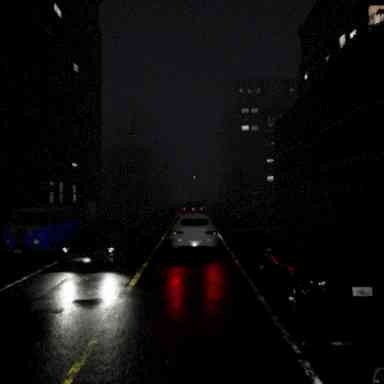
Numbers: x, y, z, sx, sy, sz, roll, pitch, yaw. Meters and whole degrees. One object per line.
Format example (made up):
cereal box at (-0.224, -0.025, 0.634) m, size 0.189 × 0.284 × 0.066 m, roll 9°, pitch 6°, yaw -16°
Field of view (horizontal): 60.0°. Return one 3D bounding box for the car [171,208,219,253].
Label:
car at (0.097, 1.638, 14.132) m, size 1.812 × 1.442 × 4.674 m, roll 0°, pitch 0°, yaw 0°

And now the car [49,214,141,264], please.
car at (-3.102, 1.646, 12.457) m, size 2.033 × 1.411 × 5.357 m, roll 0°, pitch 0°, yaw 0°

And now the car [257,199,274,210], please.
car at (13.465, 2.070, 55.711) m, size 5.009 × 1.841 × 2.192 m, roll 1°, pitch -2°, yaw -1°

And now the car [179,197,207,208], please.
car at (0.099, 1.612, 31.920) m, size 2.097 × 1.767 × 4.553 m, roll 0°, pitch 0°, yaw 0°

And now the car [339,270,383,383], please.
car at (2.694, 1.580, 1.662) m, size 1.947 × 1.339 × 4.313 m, roll 0°, pitch 0°, yaw 0°

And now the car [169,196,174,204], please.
car at (-5.688, 2.219, 79.124) m, size 1.752 × 1.417 × 4.829 m, roll 0°, pitch -1°, yaw 0°

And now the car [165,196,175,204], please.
car at (-5.688, 2.066, 84.926) m, size 2.192 × 1.841 × 5.009 m, roll 0°, pitch -1°, yaw 0°

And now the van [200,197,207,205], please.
van at (2.693, 2.036, 79.296) m, size 1.690 × 1.788 × 3.998 m, roll 0°, pitch -1°, yaw 0°

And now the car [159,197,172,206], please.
car at (-5.688, 2.153, 68.033) m, size 1.947 × 1.339 × 4.313 m, roll 0°, pitch -1°, yaw 0°

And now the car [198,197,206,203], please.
car at (2.692, 2.248, 90.554) m, size 1.967 × 1.590 × 4.097 m, roll 0°, pitch -1°, yaw 0°

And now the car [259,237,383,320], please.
car at (2.693, 1.624, 7.325) m, size 1.947 × 1.339 × 4.313 m, roll 0°, pitch 0°, yaw 0°

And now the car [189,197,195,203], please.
car at (0.000, 2.182, 91.752) m, size 1.837 × 1.490 × 4.892 m, roll 0°, pitch -1°, yaw 0°

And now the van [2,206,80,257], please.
van at (-5.686, 1.444, 12.987) m, size 1.690 × 1.788 × 3.998 m, roll 0°, pitch 0°, yaw 0°
